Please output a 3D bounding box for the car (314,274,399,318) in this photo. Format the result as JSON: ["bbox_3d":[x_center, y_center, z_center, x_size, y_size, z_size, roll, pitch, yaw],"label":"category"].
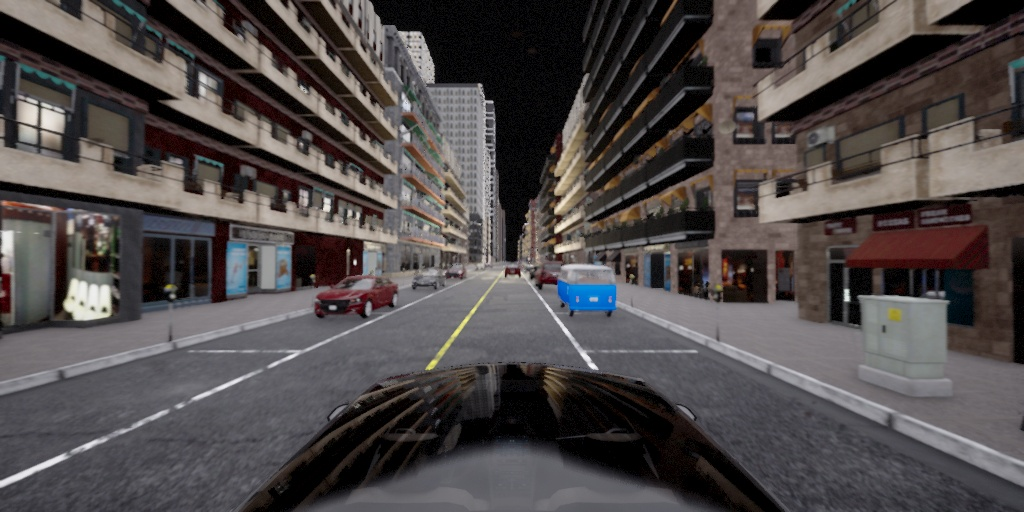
[{"bbox_3d":[-5.692,1.421,13.627,1.888,1.381,4.507,0,0,0],"label":"car"}]

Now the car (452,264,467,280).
[{"bbox_3d":[-5.698,1.558,36.355,1.967,1.591,4.097,0,0,0],"label":"car"}]

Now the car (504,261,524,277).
[{"bbox_3d":[0.091,1.669,43.101,1.882,1.535,5.008,0,-1,0],"label":"car"}]

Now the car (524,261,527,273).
[{"bbox_3d":[2.680,1.855,53.405,2.007,1.370,4.403,0,0,0],"label":"car"}]

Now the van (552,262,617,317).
[{"bbox_3d":[2.688,1.217,13.631,1.690,1.789,3.998,0,0,0],"label":"van"}]

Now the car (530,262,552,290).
[{"bbox_3d":[2.685,1.311,24.995,2.192,1.841,5.009,0,0,0],"label":"car"}]

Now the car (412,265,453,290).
[{"bbox_3d":[-5.695,1.547,24.991,2.007,1.370,4.403,0,0,0],"label":"car"}]

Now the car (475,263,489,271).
[{"bbox_3d":[-5.703,1.980,64.766,2.007,1.370,4.403,0,0,0],"label":"car"}]

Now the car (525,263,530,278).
[{"bbox_3d":[2.683,1.684,36.359,1.948,1.339,4.313,0,0,0],"label":"car"}]
